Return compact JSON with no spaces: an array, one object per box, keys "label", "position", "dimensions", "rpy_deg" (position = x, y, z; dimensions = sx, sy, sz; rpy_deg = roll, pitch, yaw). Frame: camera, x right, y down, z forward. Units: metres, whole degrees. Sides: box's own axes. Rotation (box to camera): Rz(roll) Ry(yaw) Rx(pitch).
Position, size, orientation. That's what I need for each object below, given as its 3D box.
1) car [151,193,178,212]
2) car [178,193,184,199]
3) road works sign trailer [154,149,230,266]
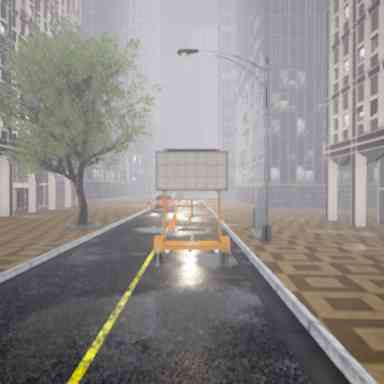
[{"label":"car","position":[-2.844,1.069,33.252],"dimensions":[2.097,1.767,4.553],"rpy_deg":[0,0,0]},{"label":"car","position":[-2.751,0.860,74.564],"dimensions":[1.882,1.535,5.008],"rpy_deg":[0,0,0]},{"label":"road works sign trailer","position":[0.000,0.363,11.136],"dimensions":[2.380,3.560,2.880],"rpy_deg":[0,1,0]}]
